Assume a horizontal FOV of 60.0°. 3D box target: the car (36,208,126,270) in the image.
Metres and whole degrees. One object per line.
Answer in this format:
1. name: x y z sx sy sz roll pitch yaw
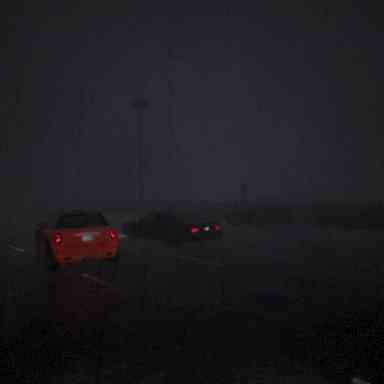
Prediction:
1. car: -4.155 1.403 11.634 2.097 1.767 4.553 -1 0 -30

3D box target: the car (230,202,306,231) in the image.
1. car: 4.224 1.374 19.573 2.128 1.511 4.902 -1 0 -43

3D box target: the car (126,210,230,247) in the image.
1. car: -1.090 1.536 15.010 2.033 1.411 5.357 -1 0 -43
